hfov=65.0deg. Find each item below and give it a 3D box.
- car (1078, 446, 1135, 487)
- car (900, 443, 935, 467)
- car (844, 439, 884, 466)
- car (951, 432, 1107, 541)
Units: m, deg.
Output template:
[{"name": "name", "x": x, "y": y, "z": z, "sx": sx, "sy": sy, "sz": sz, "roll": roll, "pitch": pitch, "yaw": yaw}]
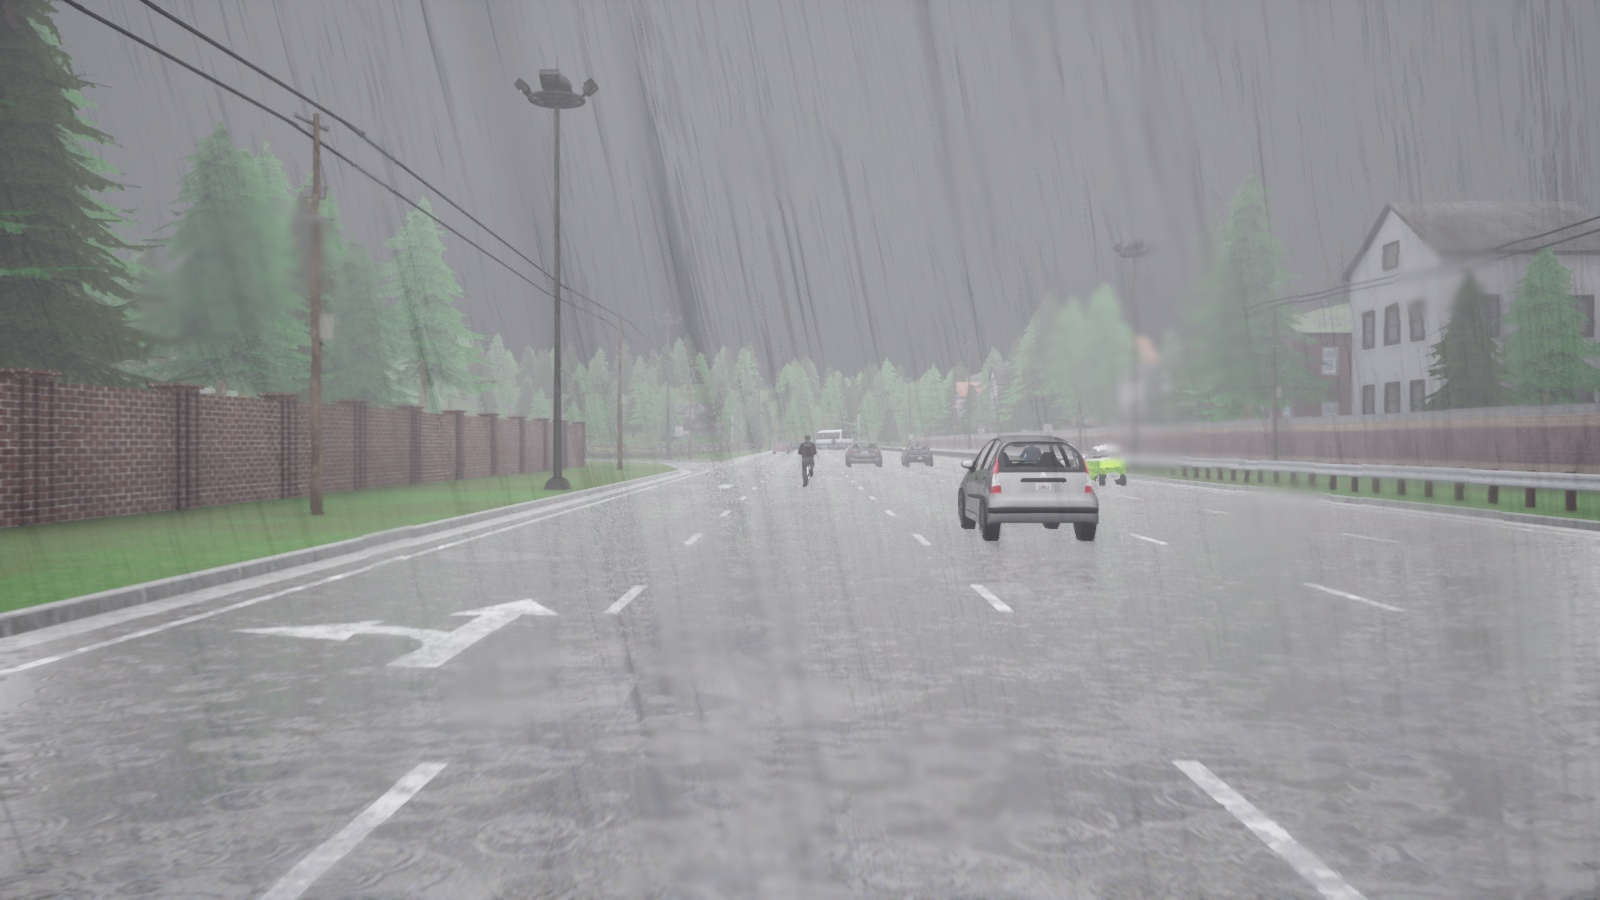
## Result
[{"name": "car", "x": 10.768, "y": 0.561, "z": 44.220, "sx": 1.481, "sy": 1.376, "sz": 2.207, "roll": 0, "pitch": 1, "yaw": 0}, {"name": "car", "x": 7.473, "y": 0.313, "z": 80.190, "sx": 1.816, "sy": 1.474, "sz": 4.193, "roll": 0, "pitch": 0, "yaw": 0}, {"name": "car", "x": 3.964, "y": 0.149, "z": 78.581, "sx": 2.242, "sy": 1.667, "sz": 4.611, "roll": 0, "pitch": 0, "yaw": 0}, {"name": "car", "x": 3.633, "y": 0.532, "z": 20.588, "sx": 1.851, "sy": 1.617, "sz": 3.988, "roll": 0, "pitch": 0, "yaw": 0}]
